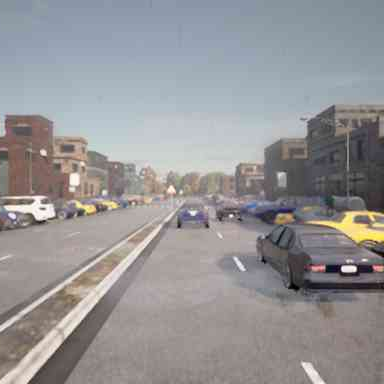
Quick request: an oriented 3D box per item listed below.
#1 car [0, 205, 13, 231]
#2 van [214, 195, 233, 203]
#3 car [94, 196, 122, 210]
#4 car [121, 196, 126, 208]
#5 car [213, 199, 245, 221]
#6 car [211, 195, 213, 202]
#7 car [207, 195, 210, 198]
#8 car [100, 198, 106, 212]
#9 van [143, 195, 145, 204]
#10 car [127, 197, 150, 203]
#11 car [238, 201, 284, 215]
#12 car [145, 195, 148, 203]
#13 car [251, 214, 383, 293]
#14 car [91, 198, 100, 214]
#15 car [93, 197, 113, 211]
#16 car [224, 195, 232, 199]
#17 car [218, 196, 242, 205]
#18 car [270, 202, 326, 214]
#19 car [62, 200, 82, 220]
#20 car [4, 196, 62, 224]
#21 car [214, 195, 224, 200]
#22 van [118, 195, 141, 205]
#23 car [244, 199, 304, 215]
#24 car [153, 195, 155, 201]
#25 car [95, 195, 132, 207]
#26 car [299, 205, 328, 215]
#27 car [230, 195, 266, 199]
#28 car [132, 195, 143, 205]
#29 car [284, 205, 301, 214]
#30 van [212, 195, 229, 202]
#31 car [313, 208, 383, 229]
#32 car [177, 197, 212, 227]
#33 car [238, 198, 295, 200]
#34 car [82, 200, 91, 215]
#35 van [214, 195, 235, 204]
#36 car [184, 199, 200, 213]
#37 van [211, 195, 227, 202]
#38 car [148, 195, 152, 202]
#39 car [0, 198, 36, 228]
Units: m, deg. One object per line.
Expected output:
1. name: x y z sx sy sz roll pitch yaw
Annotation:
1. car: -12.715 1.592 18.055 4.674 1.452 2.002 0 0 0
2. van: 7.591 1.728 80.838 4.442 1.987 1.878 0 0 0
3. car: -12.693 1.722 45.964 5.008 1.535 2.097 0 0 0
4. car: -12.685 1.741 48.744 4.892 1.521 2.231 0 0 0
5. car: 3.061 1.637 28.522 1.837 1.490 4.892 0 0 0
6. car: 7.523 1.663 72.564 5.566 2.045 2.435 0 0 0
7. car: 7.276 1.979 86.350 5.366 1.575 1.946 0 0 0
8. car: -12.718 1.697 37.633 4.792 1.488 2.163 0 0 0
9. van: -12.844 1.647 70.981 4.442 1.987 1.878 0 0 0
10. car: -12.736 1.917 79.318 5.008 1.535 2.097 0 0 0
11. car: 7.578 1.715 36.710 4.674 1.452 2.002 0 0 0
12. car: -12.735 1.928 73.759 4.674 1.452 2.002 0 0 0
13. car: 3.096 1.576 9.072 2.033 1.411 5.357 0 0 0
14. car: -12.879 1.646 34.856 5.366 1.575 1.946 0 0 0
15. car: -12.691 1.685 40.289 5.008 1.535 2.097 0 0 0
16. car: 7.532 1.490 44.986 5.566 2.045 2.435 0 0 0
17. car: 7.539 1.760 66.924 4.553 1.767 2.185 0 0 0
18. car: 7.806 1.557 20.170 5.366 1.575 1.946 0 0 0
19. car: -12.672 1.642 29.298 4.792 1.488 2.163 0 0 0
20. car: -12.738 1.329 23.740 5.566 2.045 2.435 0 0 0
21. car: 7.543 1.620 64.289 5.566 2.045 2.435 0 0 0
22. van: -12.840 1.631 68.202 4.442 1.987 1.878 0 0 0
23. car: 7.597 1.672 31.196 4.674 1.452 2.002 0 0 0
24. car: -12.746 1.947 84.878 5.008 1.535 2.097 0 0 0
25. car: -12.668 1.507 51.525 5.566 2.045 2.435 0 0 0
26. car: 7.819 1.528 14.656 5.366 1.575 1.946 0 0 0
27. car: 7.536 1.594 42.227 4.553 1.767 2.185 0 0 0
28. car: -12.712 1.842 65.421 4.892 1.521 2.231 0 0 0
29. car: 7.656 1.575 17.412 4.792 1.488 2.163 0 0 0
30. van: 7.572 1.771 89.110 4.442 1.987 1.878 0 0 0
31. car: 7.450 1.517 11.892 5.366 1.575 1.946 0 0 0
32. car: 0.072 1.450 23.479 2.097 1.767 4.553 0 0 0
33. car: 7.582 1.653 33.954 5.008 1.535 2.097 0 0 0
34. car: -12.668 1.660 32.076 4.792 1.488 2.163 0 0 0
35. van: 7.371 1.702 75.321 4.442 1.987 1.878 0 0 0
36. car: 0.025 1.710 41.368 1.882 1.535 5.008 0 -1 0
37. van: 7.558 1.806 94.623 4.442 1.987 1.878 0 0 0
38. car: -12.551 1.899 76.539 5.366 1.575 1.946 0 0 0
39. car: -12.746 1.441 20.926 4.553 1.767 2.185 0 0 0
